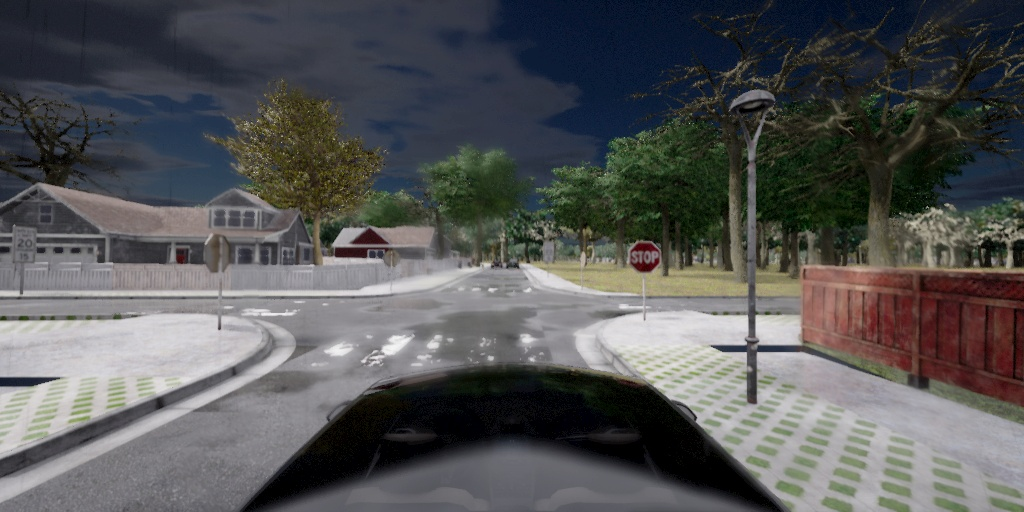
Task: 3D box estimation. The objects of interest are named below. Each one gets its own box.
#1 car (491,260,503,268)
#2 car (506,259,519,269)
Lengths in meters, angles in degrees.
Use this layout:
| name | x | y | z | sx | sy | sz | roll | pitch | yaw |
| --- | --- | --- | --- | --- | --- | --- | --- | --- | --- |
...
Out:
| name | x | y | z | sx | sy | sz | roll | pitch | yaw |
| --- | --- | --- | --- | --- | --- | --- | --- | --- | --- |
| car | -2.624 | 1.430 | 63.246 | 1.994 | 1.385 | 4.181 | 0 | 0 | 0 |
| car | 0.115 | 1.200 | 58.626 | 2.097 | 1.767 | 4.553 | 0 | 0 | 0 |
